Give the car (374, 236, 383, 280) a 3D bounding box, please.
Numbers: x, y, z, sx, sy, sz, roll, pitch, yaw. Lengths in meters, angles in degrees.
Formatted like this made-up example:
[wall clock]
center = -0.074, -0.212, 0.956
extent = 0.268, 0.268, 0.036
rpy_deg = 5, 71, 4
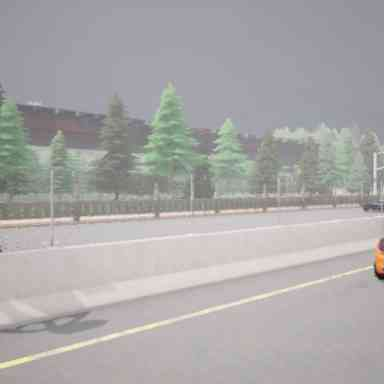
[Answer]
[car]
center = 6.661, 1.308, 8.475
extent = 4.553, 1.767, 2.097
rpy_deg = 0, 0, -35
